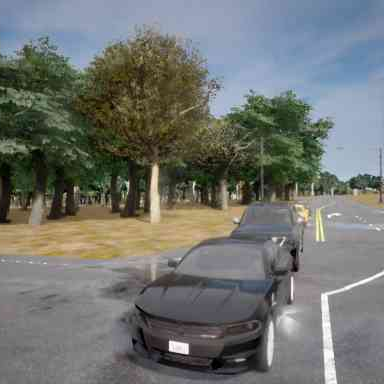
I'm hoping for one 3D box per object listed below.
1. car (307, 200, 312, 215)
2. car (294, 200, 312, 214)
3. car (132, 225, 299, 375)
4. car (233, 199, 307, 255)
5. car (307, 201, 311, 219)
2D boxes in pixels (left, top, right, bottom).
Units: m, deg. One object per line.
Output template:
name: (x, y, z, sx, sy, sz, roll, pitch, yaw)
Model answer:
car: (9.377, 1.720, 29.461, 1.812, 1.442, 4.674, -1, 0, 21)
car: (13.428, 1.742, 40.036, 1.812, 1.442, 4.674, -1, 0, 21)
car: (0.761, 1.611, 6.181, 1.882, 1.535, 5.008, -1, -2, 21)
car: (2.897, 1.457, 12.316, 2.150, 2.045, 5.566, -2, 0, 21)
car: (7.304, 1.660, 23.963, 1.882, 1.535, 5.008, -1, 0, 21)
